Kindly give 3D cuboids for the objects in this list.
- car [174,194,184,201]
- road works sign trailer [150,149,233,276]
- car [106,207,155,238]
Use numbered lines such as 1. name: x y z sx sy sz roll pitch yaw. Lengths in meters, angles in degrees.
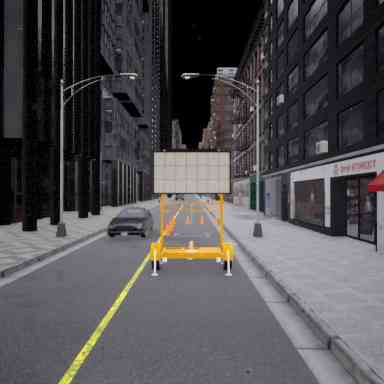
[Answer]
1. car: -3.063 1.255 81.626 2.150 2.045 5.566 0 0 0
2. road works sign trailer: -0.006 0.466 10.360 2.380 3.560 2.880 0 0 0
3. car: -3.112 1.552 17.978 2.033 1.411 5.357 0 0 0
